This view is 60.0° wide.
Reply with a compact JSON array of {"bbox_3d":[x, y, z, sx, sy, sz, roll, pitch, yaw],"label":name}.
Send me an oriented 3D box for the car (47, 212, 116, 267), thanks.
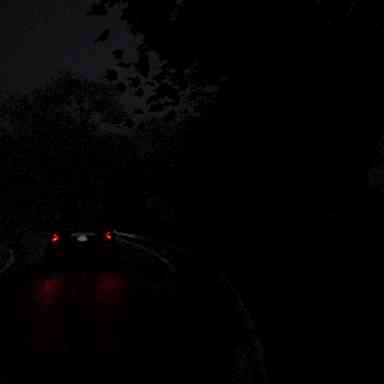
[{"bbox_3d":[-4.067,1.499,12.319,2.097,1.767,4.553,0,-1,-18],"label":"car"}]
